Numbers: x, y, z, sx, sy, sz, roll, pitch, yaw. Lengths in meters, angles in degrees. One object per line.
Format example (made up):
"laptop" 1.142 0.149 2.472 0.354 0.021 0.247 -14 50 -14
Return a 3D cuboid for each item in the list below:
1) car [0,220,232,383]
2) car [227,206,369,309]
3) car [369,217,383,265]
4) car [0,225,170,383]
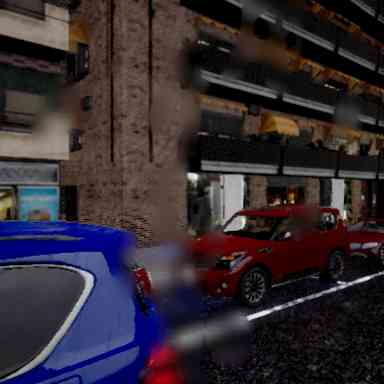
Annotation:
"car" -2.632 1.244 1.275 5.566 2.045 2.150 0 0 -37
"car" 1.919 1.309 8.107 5.009 1.841 2.192 0 0 -37
"car" 6.410 1.548 11.514 4.206 1.307 1.802 0 0 -37
"car" -2.572 1.463 4.701 4.097 1.590 1.967 0 0 -37
